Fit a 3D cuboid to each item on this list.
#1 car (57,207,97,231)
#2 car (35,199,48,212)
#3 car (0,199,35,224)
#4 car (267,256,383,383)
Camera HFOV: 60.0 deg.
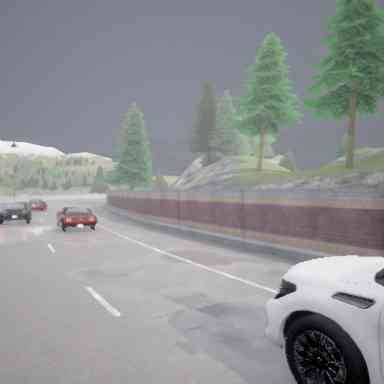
[{"bbox_3d":[-7.168,1.560,20.407,1.895,1.301,4.718,0,0,-26],"label":"car"},{"bbox_3d":[-17.656,1.475,37.735,1.994,1.385,4.181,0,0,-17],"label":"car"},{"bbox_3d":[-12.678,1.465,24.163,1.812,1.442,4.674,0,0,-23],"label":"car"},{"bbox_3d":[3.191,1.229,2.661,2.150,2.045,5.566,0,0,-35],"label":"car"}]
